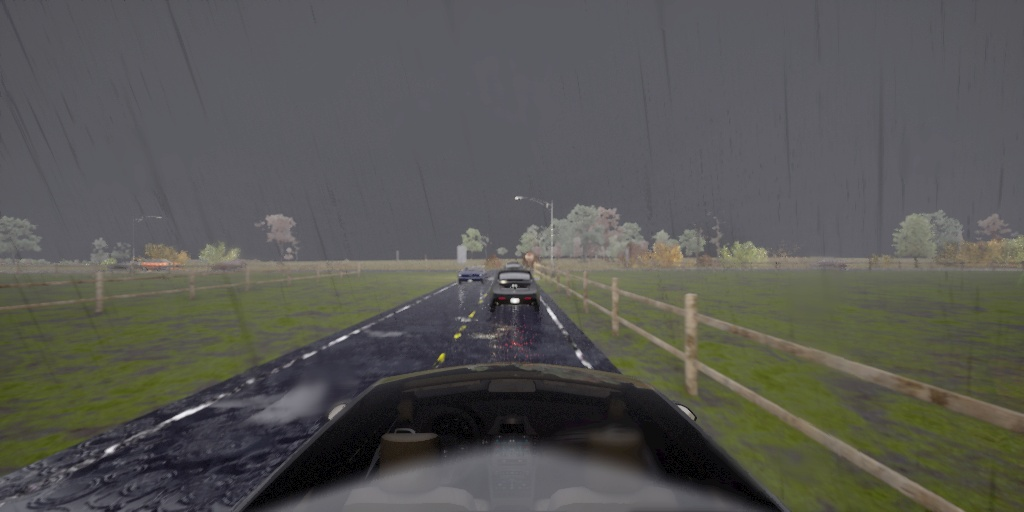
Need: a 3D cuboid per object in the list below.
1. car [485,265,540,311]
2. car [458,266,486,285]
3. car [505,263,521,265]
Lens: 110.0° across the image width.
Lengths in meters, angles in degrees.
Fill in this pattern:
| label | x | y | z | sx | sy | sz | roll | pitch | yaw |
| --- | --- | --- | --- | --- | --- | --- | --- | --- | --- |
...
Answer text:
| label | x | y | z | sx | sy | sz | roll | pitch | yaw |
| --- | --- | --- | --- | --- | --- | --- | --- | --- | --- |
| car | 0.102 | 1.273 | 14.612 | 1.837 | 1.490 | 4.892 | 0 | 0 | 0 |
| car | -2.834 | 1.385 | 26.634 | 1.895 | 1.301 | 4.718 | 0 | 0 | 0 |
| car | 0.107 | 1.294 | 30.753 | 1.837 | 1.490 | 4.892 | 0 | 0 | 0 |
